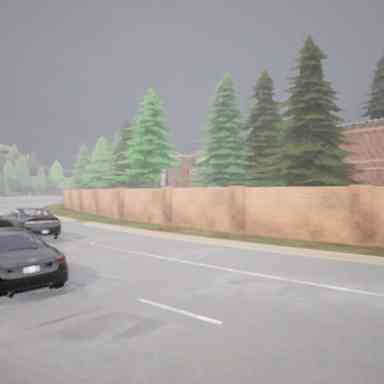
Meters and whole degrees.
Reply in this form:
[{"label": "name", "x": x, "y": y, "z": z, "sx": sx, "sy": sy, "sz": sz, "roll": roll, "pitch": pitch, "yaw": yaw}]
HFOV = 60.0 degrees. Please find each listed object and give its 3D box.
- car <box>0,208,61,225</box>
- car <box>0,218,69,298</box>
[{"label": "car", "x": -8.029, "y": 1.505, "z": 16.123, "sx": 2.128, "sy": 1.511, "sz": 4.902, "roll": 0, "pitch": 0, "yaw": -44}, {"label": "car", "x": -4.819, "y": 1.569, "z": 8.200, "sx": 4.181, "sy": 1.385, "sz": 1.994, "roll": 0, "pitch": 0, "yaw": 41}]
